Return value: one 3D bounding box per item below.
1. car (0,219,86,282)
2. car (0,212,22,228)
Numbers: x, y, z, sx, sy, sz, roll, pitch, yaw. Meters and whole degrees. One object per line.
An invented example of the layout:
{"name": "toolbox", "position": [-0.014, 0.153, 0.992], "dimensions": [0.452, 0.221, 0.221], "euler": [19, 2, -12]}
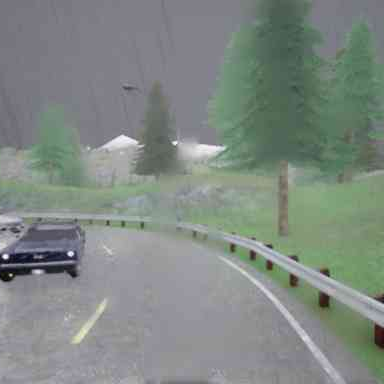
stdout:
{"name": "car", "position": [-4.257, 1.609, 10.082], "dimensions": [1.895, 1.301, 4.718], "euler": [0, 0, -16]}
{"name": "car", "position": [-11.184, 1.548, 17.698], "dimensions": [4.674, 1.442, 1.812], "euler": [0, 0, 14]}
